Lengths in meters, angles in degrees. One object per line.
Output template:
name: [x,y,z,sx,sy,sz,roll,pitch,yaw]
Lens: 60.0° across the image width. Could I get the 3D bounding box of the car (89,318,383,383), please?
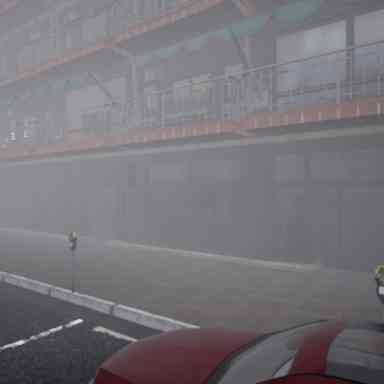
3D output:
car: [1.029,1.583,2.141,4.206,1.307,1.802,0,0,35]
